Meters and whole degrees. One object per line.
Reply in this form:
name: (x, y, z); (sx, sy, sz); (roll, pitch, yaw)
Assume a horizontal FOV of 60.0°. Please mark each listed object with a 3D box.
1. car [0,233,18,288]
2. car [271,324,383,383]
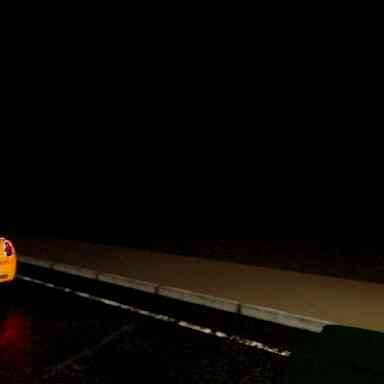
car: (-6.221, 1.335, 7.988); (4.553, 1.767, 2.097); (0, 0, 35)
car: (2.692, 1.603, 1.645); (4.718, 1.301, 1.895); (0, 0, 35)
